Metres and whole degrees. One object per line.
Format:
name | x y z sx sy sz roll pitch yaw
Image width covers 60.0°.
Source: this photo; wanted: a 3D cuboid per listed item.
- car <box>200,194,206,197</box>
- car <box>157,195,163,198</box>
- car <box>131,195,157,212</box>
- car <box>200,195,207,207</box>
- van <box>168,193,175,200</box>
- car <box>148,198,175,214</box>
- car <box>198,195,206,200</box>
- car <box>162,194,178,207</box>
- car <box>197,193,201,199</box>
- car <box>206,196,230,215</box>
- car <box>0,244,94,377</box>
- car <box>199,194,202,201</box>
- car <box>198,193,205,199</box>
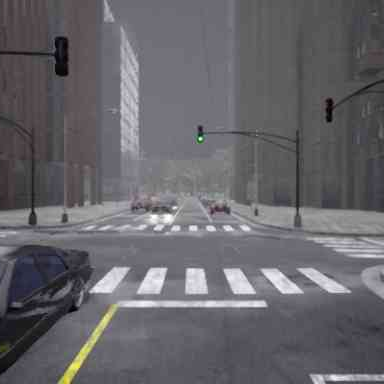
car | 2.708 1.499 55.307 1.887 1.381 4.507 0 0 0
car | -5.811 1.541 49.860 1.802 1.307 4.206 0 0 0
car | -5.801 1.282 38.985 2.192 1.841 5.009 0 0 0
car | 2.714 1.508 49.869 2.008 1.369 4.403 0 0 0
van | -5.855 1.281 93.361 1.690 1.788 3.998 0 0 0
car | -3.126 1.569 35.348 1.895 1.301 4.718 0 0 0
car | 2.676 1.491 87.932 2.008 1.369 4.403 0 0 0
car | -3.121 1.505 51.215 2.033 1.411 5.357 0 0 0
car | 2.686 1.469 77.227 1.752 1.417 4.829 0 0 0
car | 2.730 1.409 33.556 1.967 1.590 4.097 0 0 0
car | -3.004 1.565 4.933 2.033 1.411 5.357 0 0 0
car | 2.703 1.496 60.744 1.887 1.381 4.507 0 0 0
car | 2.697 1.474 66.351 1.752 1.417 4.829 0 0 0
